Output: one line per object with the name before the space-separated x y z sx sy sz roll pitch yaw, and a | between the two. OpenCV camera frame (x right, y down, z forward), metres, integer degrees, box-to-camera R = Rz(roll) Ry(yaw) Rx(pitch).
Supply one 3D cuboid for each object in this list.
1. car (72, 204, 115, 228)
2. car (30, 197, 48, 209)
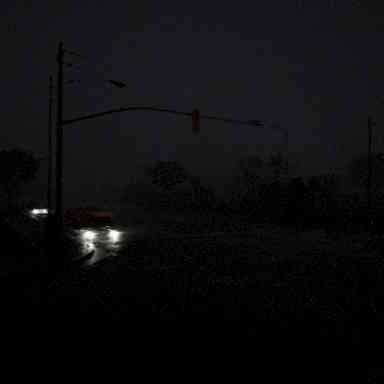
car | -6.913 1.568 23.046 1.882 1.535 5.008 1 0 -32
car | -20.604 1.409 44.746 2.128 1.511 4.902 1 0 -32
